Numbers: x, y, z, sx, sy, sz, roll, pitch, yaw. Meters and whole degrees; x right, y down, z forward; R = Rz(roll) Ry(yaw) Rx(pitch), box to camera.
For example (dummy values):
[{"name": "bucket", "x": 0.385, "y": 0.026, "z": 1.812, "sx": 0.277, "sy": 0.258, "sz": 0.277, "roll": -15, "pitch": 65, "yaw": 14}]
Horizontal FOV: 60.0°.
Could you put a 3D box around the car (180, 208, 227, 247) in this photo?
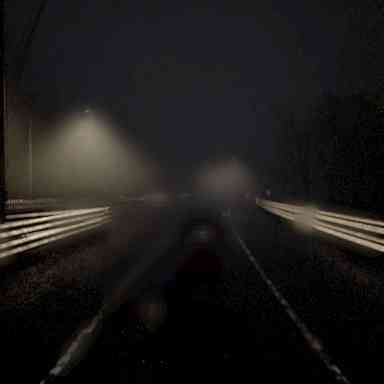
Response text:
[{"name": "car", "x": 0.575, "y": 1.449, "z": 15.069, "sx": 1.882, "sy": 1.535, "sz": 5.008, "roll": 0, "pitch": 0, "yaw": 4}]
